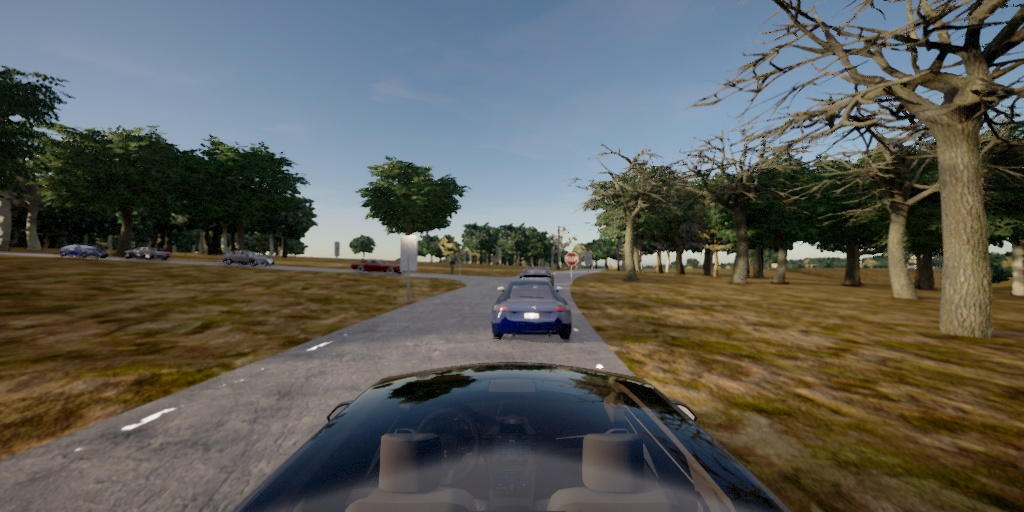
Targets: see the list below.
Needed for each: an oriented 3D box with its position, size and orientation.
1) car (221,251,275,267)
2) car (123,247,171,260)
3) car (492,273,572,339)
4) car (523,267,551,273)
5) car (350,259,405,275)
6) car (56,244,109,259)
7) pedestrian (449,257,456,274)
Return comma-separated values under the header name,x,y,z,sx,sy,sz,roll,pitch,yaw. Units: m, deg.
name,x,y,z,sx,sy,sz,roll,pitch,yaw
car,-25.793,0.281,35.133,4.902,1.511,2.128,2,-2,9
car,-41.777,-0.314,41.049,4.902,1.511,2.128,2,-1,10
car,0.528,1.355,10.259,1.994,1.385,4.181,0,0,2
car,1.450,1.336,20.090,2.128,1.511,4.902,0,0,7
car,-12.094,0.964,32.790,4.718,1.301,1.895,2,-1,9
car,-46.248,-0.531,38.728,4.674,1.442,1.812,2,-1,10
pedestrian,-6.407,1.023,38.257,0.375,1.860,0.375,0,-4,10
